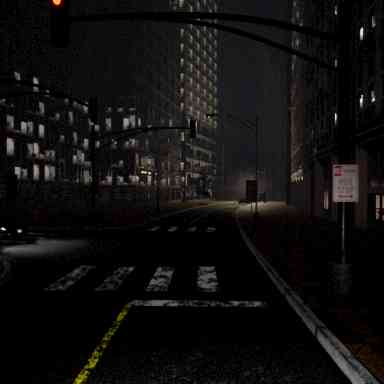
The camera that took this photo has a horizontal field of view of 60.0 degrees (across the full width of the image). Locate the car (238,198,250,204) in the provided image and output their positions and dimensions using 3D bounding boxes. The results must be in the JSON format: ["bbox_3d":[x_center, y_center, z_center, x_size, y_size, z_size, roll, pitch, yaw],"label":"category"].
[{"bbox_3d":[10.896,1.865,68.989,1.895,1.301,4.718,0,0,18],"label":"car"}]

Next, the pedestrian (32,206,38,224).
[{"bbox_3d":[-9.376,1.345,19.873,0.500,1.100,0.500,0,0,17],"label":"pedestrian"}]

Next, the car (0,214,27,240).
[{"bbox_3d":[-9.726,1.391,14.520,4.892,1.490,1.837,1,1,8],"label":"car"}]
